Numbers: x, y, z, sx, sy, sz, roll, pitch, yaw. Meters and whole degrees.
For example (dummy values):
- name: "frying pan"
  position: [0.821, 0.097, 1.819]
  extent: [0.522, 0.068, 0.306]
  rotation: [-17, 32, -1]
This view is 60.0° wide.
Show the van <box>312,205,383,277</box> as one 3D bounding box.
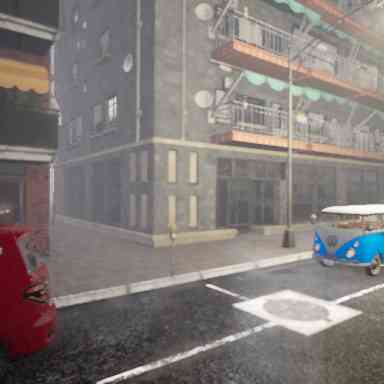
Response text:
- name: "van"
  position: [5.256, 1.288, 9.830]
  extent: [3.998, 1.788, 1.690]
  rotation: [0, 1, -35]

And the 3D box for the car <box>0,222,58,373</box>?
- name: "car"
  position: [-3.979, 1.323, 3.245]
  extent: [5.009, 1.841, 2.192]
  rotation: [0, 1, -35]
